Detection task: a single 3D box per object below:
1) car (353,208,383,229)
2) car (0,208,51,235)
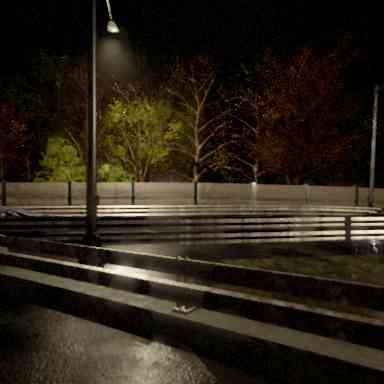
[{"bbox_3d":[11.373,1.498,18.369,4.553,1.767,2.097,3,0,-11],"label":"car"},{"bbox_3d":[-8.930,1.488,15.134,4.902,1.511,2.128,0,0,-4],"label":"car"}]
